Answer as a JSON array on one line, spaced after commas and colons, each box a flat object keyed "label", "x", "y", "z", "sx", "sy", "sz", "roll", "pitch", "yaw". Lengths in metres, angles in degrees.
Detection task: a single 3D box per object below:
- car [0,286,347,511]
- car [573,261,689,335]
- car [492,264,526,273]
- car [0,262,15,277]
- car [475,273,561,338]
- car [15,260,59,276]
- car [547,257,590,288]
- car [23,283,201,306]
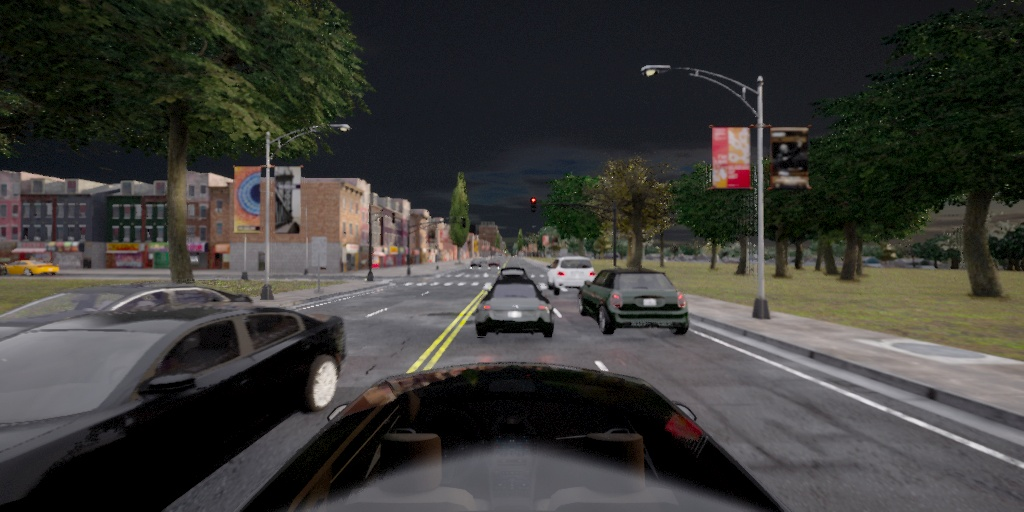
[{"label": "car", "x": -3.349, "y": 1.227, "z": 3.206, "sx": 1.882, "sy": 1.535, "sz": 5.008, "roll": 0, "pitch": 0, "yaw": 0}, {"label": "car", "x": 3.328, "y": 1.134, "z": 10.748, "sx": 2.097, "sy": 1.767, "sz": 4.553, "roll": 0, "pitch": 0, "yaw": 0}, {"label": "car", "x": 0.046, "y": 1.357, "z": 19.676, "sx": 1.837, "sy": 1.490, "sz": 4.892, "roll": 0, "pitch": 0, "yaw": 0}, {"label": "car", "x": -48.719, "y": 1.015, "z": 32.312, "sx": 4.553, "sy": 1.767, "sz": 2.097, "roll": 0, "pitch": -1, "yaw": 1}, {"label": "car", "x": 0.076, "y": 1.342, "z": 10.341, "sx": 1.994, "sy": 1.385, "sz": 4.181, "roll": 0, "pitch": 0, "yaw": 0}, {"label": "car", "x": -47.673, "y": 1.171, "z": 35.143, "sx": 5.008, "sy": 1.535, "sz": 1.882, "roll": 0, "pitch": -1, "yaw": 0}, {"label": "car", "x": 3.297, "y": 1.082, "z": 20.669, "sx": 2.150, "sy": 2.045, "sz": 5.566, "roll": 0, "pitch": 0, "yaw": 1}, {"label": "car", "x": -6.597, "y": 1.247, "z": 5.942, "sx": 2.128, "sy": 1.511, "sz": 4.902, "roll": 0, "pitch": 0, "yaw": 0}]
